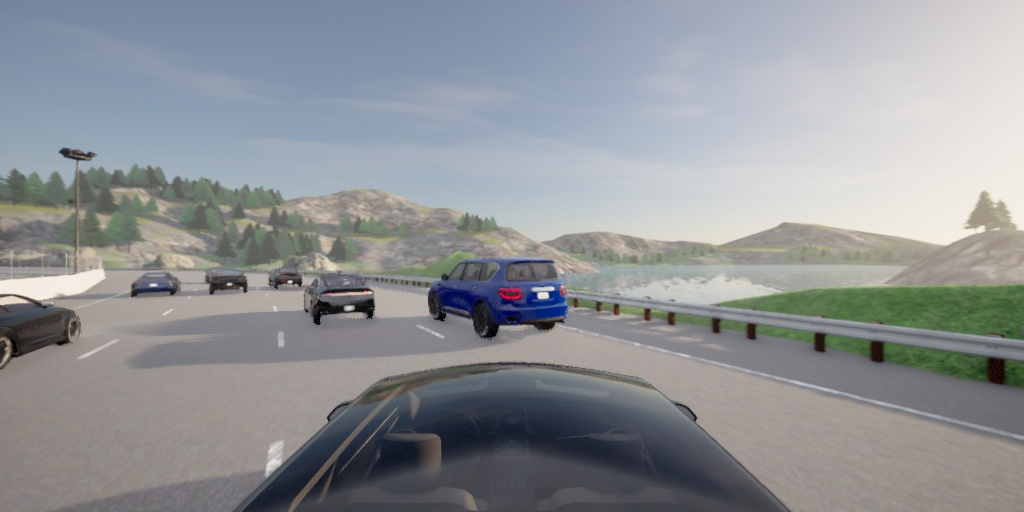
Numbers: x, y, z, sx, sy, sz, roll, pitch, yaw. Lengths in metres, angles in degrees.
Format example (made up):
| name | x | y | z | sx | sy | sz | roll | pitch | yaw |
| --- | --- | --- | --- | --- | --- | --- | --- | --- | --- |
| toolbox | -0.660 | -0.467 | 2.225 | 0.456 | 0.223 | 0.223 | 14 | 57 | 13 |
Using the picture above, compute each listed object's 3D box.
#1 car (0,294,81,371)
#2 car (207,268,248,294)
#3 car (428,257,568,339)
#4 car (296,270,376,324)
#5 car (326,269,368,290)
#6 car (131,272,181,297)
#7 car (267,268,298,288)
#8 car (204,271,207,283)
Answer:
| name | x | y | z | sx | sy | sz | roll | pitch | yaw |
| --- | --- | --- | --- | --- | --- | --- | --- | --- | --- |
| car | -10.915 | 1.449 | 7.240 | 1.994 | 1.385 | 4.181 | 0 | -1 | -33 |
| car | -18.715 | 1.603 | 23.707 | 1.882 | 1.535 | 5.008 | 0 | -1 | -39 |
| car | -0.699 | 1.080 | 10.839 | 2.150 | 2.045 | 5.566 | 0 | -1 | -33 |
| car | -6.325 | 1.412 | 12.965 | 2.128 | 1.511 | 4.902 | 0 | -1 | -34 |
| car | -12.732 | 1.730 | 27.505 | 1.895 | 1.301 | 4.718 | 0 | -1 | -39 |
| car | -22.266 | 1.699 | 22.542 | 1.994 | 1.385 | 4.181 | 0 | -1 | -39 |
| car | -17.718 | 1.673 | 28.019 | 1.837 | 1.490 | 4.892 | 0 | -1 | -40 |
| car | -28.259 | 1.838 | 34.571 | 1.812 | 1.442 | 4.674 | 0 | -1 | -43 |
